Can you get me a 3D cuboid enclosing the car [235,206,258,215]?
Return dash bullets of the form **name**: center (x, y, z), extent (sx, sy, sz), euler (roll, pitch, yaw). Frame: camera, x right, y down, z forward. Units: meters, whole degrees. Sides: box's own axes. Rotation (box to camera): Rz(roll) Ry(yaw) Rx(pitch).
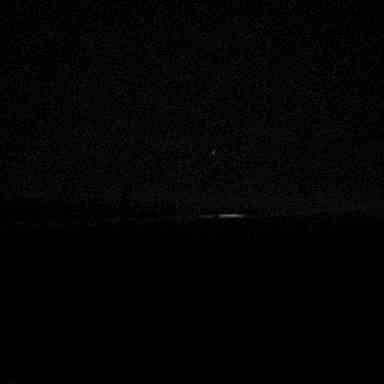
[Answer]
- **car**: center (8.868, 2.994, 53.901), extent (1.895, 1.301, 4.718), euler (0, -2, 36)
